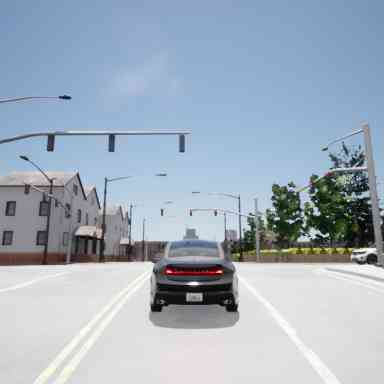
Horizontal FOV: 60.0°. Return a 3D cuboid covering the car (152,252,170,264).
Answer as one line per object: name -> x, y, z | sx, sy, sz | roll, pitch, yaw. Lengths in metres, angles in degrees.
car -> -3.700, 8.054, 40.510 | 1.812, 1.442, 4.674 | 0, -12, 0

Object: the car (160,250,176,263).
car -> -3.737, 10.469, 53.675 | 2.150, 2.045, 5.566 | 0, -12, 0

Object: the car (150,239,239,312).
car -> 0.047, 1.985, 8.588 | 1.837, 1.490, 4.892 | 0, -7, 0

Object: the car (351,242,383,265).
car -> 16.800, 5.313, 28.827 | 5.566, 2.045, 2.150 | 0, -12, 1
